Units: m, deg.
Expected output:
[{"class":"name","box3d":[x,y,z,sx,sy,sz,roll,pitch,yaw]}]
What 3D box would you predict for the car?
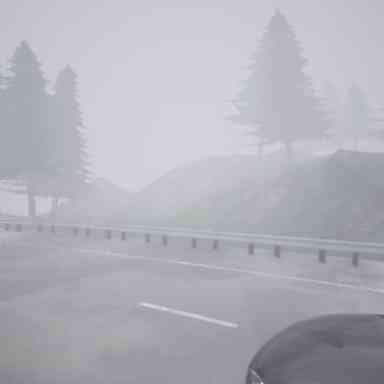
[{"class":"car","box3d":[2.643,1.473,1.813,4.902,1.511,2.128,0,0,36]}]
